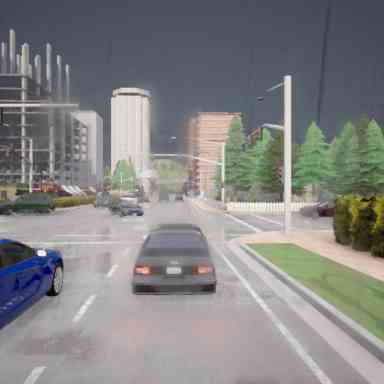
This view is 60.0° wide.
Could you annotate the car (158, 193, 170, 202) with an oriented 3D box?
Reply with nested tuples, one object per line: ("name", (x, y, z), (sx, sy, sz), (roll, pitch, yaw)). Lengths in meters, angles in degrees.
("car", (-6.414, 1.218, 75.241), (2.150, 2.045, 5.566), (0, 0, -2))

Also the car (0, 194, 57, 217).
("car", (-16.049, 1.223, 32.115), (5.566, 2.045, 2.150), (0, 2, -42))

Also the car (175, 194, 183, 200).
("car", (-3.277, 1.327, 84.907), (1.837, 1.490, 4.892), (0, 0, -2))

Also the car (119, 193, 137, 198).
("car", (-8.945, 1.222, 46.979), (2.150, 2.045, 5.566), (0, 0, -2))

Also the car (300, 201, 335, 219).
("car", (11.742, 1.478, 28.231), (5.008, 1.535, 1.882), (0, 0, -1))

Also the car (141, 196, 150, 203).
("car", (-9.628, 1.564, 67.147), (1.994, 1.385, 4.181), (0, 0, -2))

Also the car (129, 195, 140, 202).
("car", (-13.551, 1.524, 78.747), (2.033, 1.411, 5.357), (0, 0, -2))

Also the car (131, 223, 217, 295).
("car", (-0.421, 1.547, 8.858), (2.033, 1.411, 5.357), (0, 0, -2))

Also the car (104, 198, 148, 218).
("car", (-6.229, 1.547, 30.835), (2.033, 1.411, 5.357), (0, 0, -30))

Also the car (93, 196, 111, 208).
("car", (-12.456, 1.352, 47.146), (2.097, 1.767, 4.553), (0, 0, -2))

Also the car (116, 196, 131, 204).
("car", (-13.015, 1.547, 63.403), (2.033, 1.411, 5.357), (0, 0, -2))

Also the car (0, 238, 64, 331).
("car", (-3.731, 1.478, 5.559), (1.882, 1.535, 5.008), (0, 0, -3))

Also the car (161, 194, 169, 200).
("car", (-6.774, 1.351, 84.775), (1.812, 1.442, 4.674), (0, 0, -2))

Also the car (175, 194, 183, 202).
("car", (-2.929, 1.493, 75.694), (1.837, 1.490, 4.892), (0, 0, -2))
